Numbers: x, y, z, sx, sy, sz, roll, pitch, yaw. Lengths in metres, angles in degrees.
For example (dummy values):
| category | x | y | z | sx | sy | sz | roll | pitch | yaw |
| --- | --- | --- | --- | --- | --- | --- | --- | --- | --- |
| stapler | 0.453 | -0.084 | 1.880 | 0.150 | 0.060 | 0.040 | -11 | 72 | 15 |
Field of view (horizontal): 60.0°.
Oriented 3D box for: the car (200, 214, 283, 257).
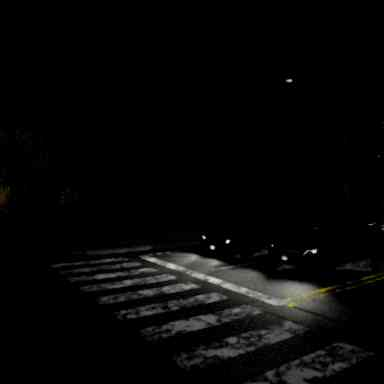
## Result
| category | x | y | z | sx | sy | sz | roll | pitch | yaw |
| --- | --- | --- | --- | --- | --- | --- | --- | --- | --- |
| car | 2.933 | 1.640 | 13.627 | 5.357 | 1.411 | 2.033 | 0 | 0 | -35 |

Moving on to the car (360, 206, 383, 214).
| category | x | y | z | sx | sy | sz | roll | pitch | yaw |
| --- | --- | --- | --- | --- | --- | --- | --- | --- | --- |
| car | 10.721 | 1.618 | 19.052 | 4.892 | 1.490 | 1.837 | 0 | 0 | -35 |

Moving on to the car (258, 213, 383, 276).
| category | x | y | z | sx | sy | sz | roll | pitch | yaw |
| --- | --- | --- | --- | --- | --- | --- | --- | --- | --- |
| car | 4.548 | 1.607 | 10.800 | 4.674 | 1.442 | 1.812 | 0 | 0 | -35 |
